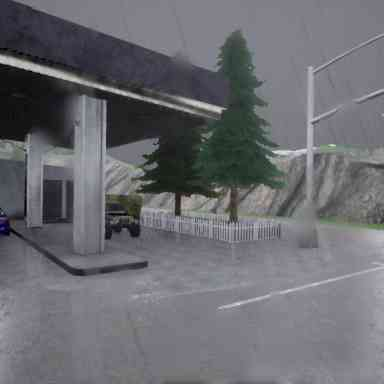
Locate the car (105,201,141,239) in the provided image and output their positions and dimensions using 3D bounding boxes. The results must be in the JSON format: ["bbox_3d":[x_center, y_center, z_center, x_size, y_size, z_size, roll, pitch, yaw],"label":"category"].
[{"bbox_3d":[-4.438,1.445,18.337,1.905,1.878,3.866,1,0,-36],"label":"car"}]

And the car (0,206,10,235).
[{"bbox_3d":[-11.569,1.521,18.540,2.242,1.667,4.611,1,0,-36],"label":"car"}]
